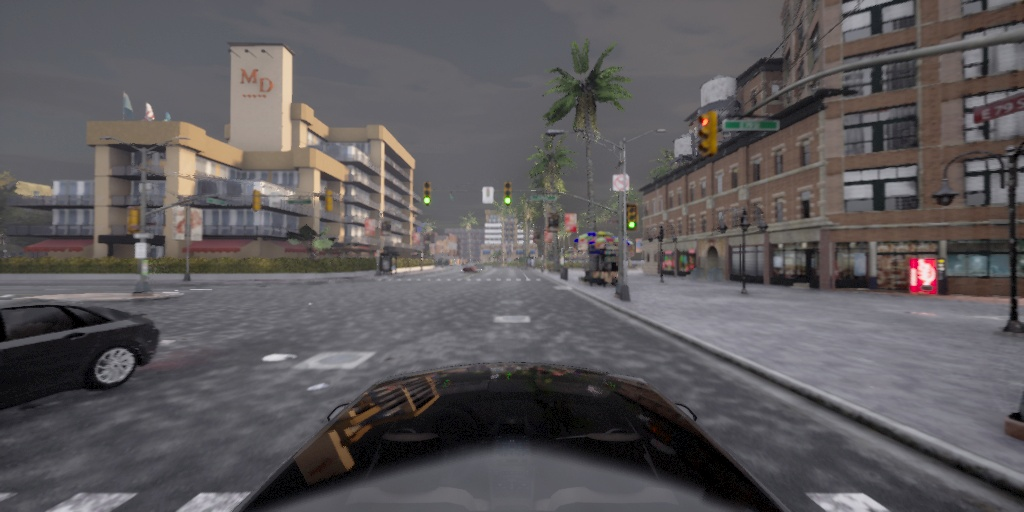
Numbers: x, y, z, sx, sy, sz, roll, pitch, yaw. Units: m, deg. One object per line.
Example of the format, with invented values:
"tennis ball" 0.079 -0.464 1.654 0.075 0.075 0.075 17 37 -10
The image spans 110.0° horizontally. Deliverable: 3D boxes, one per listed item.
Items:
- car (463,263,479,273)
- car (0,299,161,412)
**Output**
"car" -6.996 2.087 59.307 1.895 1.301 4.718 0 -1 0
"car" -7.000 1.343 4.124 1.837 1.490 4.892 0 0 0
